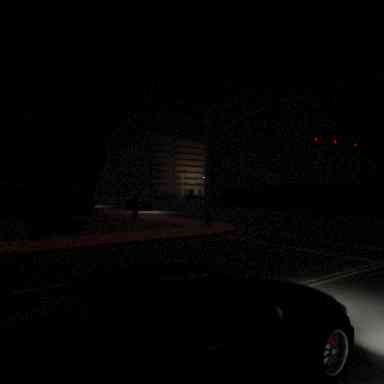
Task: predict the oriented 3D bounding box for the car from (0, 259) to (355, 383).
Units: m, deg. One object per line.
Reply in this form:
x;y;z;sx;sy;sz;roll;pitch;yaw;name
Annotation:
-0.070;1.526;3.767;4.674;1.442;1.812;0;0;-35;car

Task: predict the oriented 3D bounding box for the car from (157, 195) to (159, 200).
-7.195;1.165;87.394;4.605;1.855;1.932;0;0;-35;car

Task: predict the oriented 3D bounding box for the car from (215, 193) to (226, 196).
7.214;1.372;66.460;3.806;1.475;1.970;0;0;-35;car

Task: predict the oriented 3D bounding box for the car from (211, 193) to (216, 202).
5.578;1.137;68.849;3.866;1.878;1.905;0;0;-35;car

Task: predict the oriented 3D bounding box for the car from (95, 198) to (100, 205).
-17.681;1.524;58.142;1.882;1.535;5.008;0;0;-33;car

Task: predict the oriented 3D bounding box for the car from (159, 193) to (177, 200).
-5.596;1.164;84.981;3.866;1.878;1.905;0;0;-35;car

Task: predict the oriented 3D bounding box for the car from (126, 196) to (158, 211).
-6.520;1.492;40.867;1.882;1.535;5.008;0;0;-33;car
